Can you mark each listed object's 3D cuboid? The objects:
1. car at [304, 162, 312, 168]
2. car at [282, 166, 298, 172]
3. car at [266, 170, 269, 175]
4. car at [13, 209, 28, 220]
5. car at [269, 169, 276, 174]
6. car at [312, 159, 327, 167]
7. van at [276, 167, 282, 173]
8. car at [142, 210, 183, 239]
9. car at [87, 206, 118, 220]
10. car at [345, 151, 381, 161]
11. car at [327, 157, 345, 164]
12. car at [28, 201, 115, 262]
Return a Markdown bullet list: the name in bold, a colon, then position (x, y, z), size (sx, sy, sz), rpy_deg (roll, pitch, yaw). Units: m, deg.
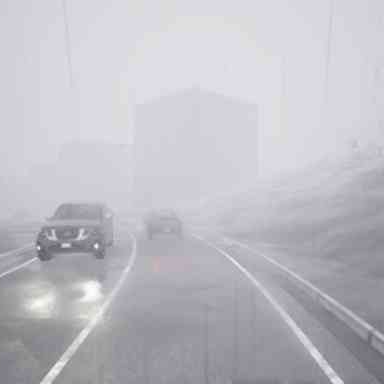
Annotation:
- **car**: position (21.143, -4.465, 57.896), size (2.185, 1.767, 4.553), rpy_deg (0, 1, -1)
- **car**: position (20.904, -4.436, 68.911), size (2.231, 1.521, 4.892), rpy_deg (0, 0, -1)
- **car**: position (20.549, -4.798, 85.434), size (2.435, 2.045, 5.566), rpy_deg (0, 0, -1)
- **car**: position (-25.076, 3.375, 49.972), size (4.902, 1.511, 2.128), rpy_deg (-4, -2, 39)
- **car**: position (20.668, -4.476, 79.949), size (2.002, 1.452, 4.674), rpy_deg (0, 0, -1)
- **car**: position (21.262, -4.410, 52.377), size (2.185, 1.767, 4.553), rpy_deg (0, 1, -1)
- **van**: position (20.789, -4.704, 74.306), size (1.878, 1.987, 4.442), rpy_deg (0, 0, -1)
- **car**: position (-1.757, 1.774, 19.094), size (2.128, 1.511, 4.902), rpy_deg (0, -1, -12)
- **car**: position (-10.699, 2.458, 39.503), size (2.128, 1.511, 4.902), rpy_deg (-1, -2, -34)
- **car**: position (21.502, -4.291, 41.211), size (2.185, 1.767, 4.553), rpy_deg (0, 1, -1)
- **car**: position (21.384, -4.184, 46.704), size (2.002, 1.452, 4.674), rpy_deg (0, 1, -1)
- **car**: position (-4.407, 1.412, 13.409), size (2.150, 2.045, 5.566), rpy_deg (0, -1, -8)
